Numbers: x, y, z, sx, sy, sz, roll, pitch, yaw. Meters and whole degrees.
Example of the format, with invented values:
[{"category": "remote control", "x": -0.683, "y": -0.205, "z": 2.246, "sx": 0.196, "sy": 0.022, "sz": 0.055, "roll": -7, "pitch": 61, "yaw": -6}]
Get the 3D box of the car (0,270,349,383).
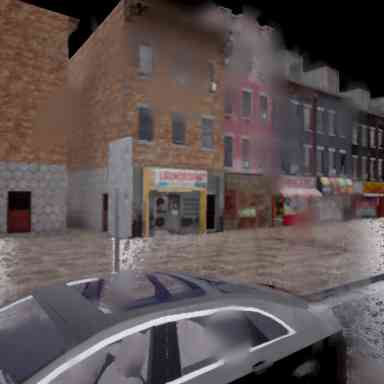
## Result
[{"category": "car", "x": -0.764, "y": 1.499, "z": 2.527, "sx": 4.902, "sy": 1.511, "sz": 2.128, "roll": 1, "pitch": 0, "yaw": -36}]
